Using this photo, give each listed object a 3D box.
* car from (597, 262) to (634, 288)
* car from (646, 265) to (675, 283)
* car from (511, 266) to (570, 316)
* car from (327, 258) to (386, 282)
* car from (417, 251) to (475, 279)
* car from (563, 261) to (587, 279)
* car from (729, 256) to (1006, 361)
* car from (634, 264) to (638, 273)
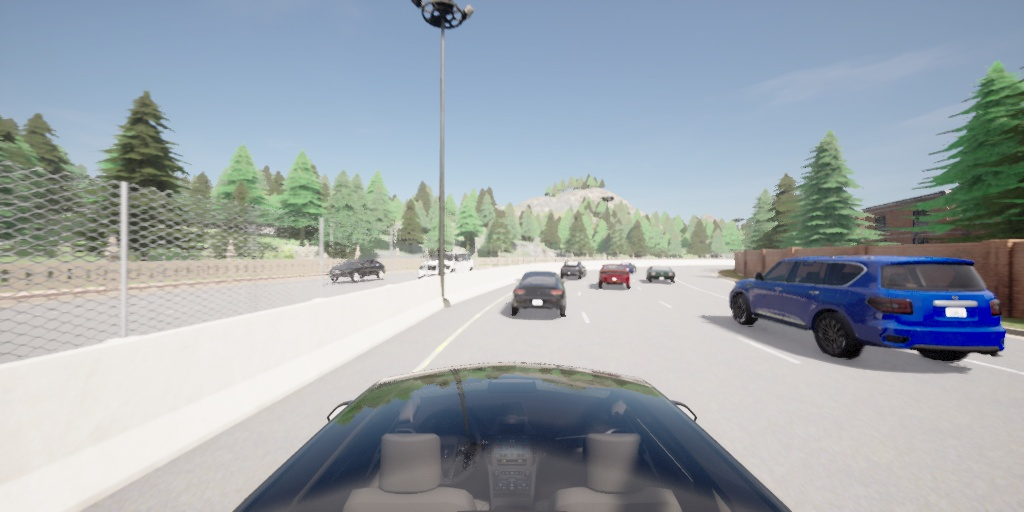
[{"bbox_3d":[6.695,1.223,23.703,1.882,1.535,5.008,0,0,14],"label":"car"},{"bbox_3d":[11.741,1.369,28.559,1.895,1.301,4.718,0,0,18],"label":"car"},{"bbox_3d":[1.059,1.257,13.288,1.812,1.442,4.674,0,0,7],"label":"car"},{"bbox_3d":[-11.054,0.929,25.880,1.837,1.490,4.892,0,0,13],"label":"car"},{"bbox_3d":[-4.250,0.703,24.228,2.150,2.045,5.566,0,0,13],"label":"car"},{"bbox_3d":[5.493,1.211,31.803,2.128,1.511,4.902,0,0,19],"label":"car"},{"bbox_3d":[7.546,1.008,8.591,2.150,2.045,5.566,0,0,5],"label":"car"},{"bbox_3d":[12.979,1.314,40.673,1.994,1.385,4.181,0,0,26],"label":"car"}]
